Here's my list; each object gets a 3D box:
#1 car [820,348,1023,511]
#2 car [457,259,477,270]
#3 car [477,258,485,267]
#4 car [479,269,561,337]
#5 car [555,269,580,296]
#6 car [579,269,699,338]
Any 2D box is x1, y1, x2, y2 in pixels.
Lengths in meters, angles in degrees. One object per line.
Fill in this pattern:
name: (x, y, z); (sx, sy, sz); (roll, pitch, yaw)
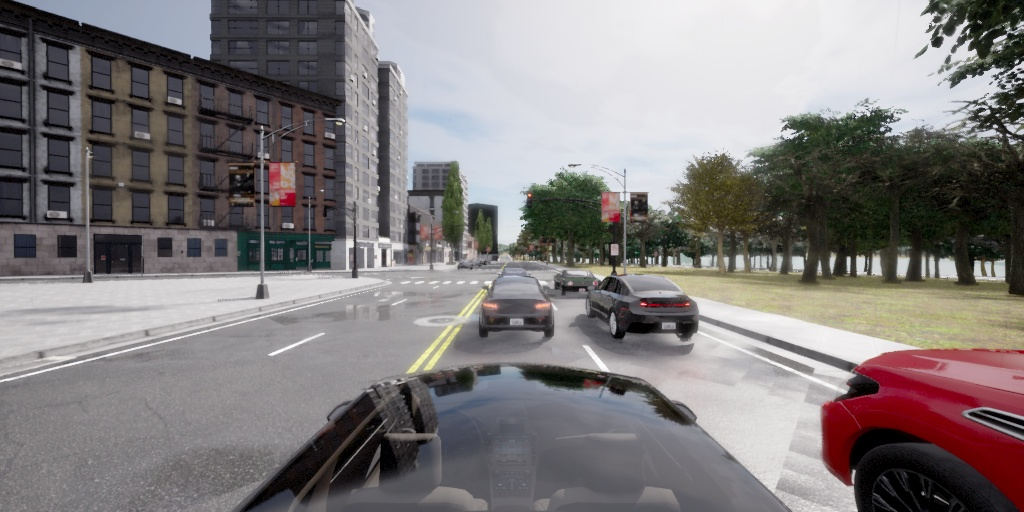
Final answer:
car: (3.348, 0.972, 0.235); (2.150, 2.045, 5.566); (0, 0, 0)
car: (-6.516, 1.301, 50.431); (1.994, 1.385, 4.181); (0, 0, 0)
car: (-6.464, 1.225, 63.288); (2.128, 1.511, 4.902); (0, 0, 0)
car: (0.116, 1.274, 10.136); (1.812, 1.442, 4.674); (0, 0, 0)
car: (3.379, 1.347, 19.411); (1.895, 1.301, 4.718); (0, 0, 0)
car: (3.363, 1.253, 10.098); (1.837, 1.490, 4.892); (0, 0, 0)
